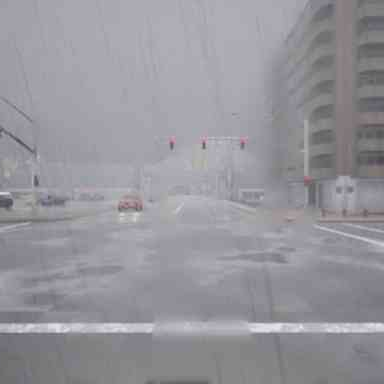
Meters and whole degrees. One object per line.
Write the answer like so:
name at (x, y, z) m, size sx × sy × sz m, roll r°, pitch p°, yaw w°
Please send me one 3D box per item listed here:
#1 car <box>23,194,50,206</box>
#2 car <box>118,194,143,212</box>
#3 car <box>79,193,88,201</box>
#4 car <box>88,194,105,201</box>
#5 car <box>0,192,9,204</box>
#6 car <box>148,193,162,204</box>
car at (-26.771, 1.377, 57.311) m, size 1.970 × 1.475 × 3.806 m, roll 0°, pitch 0°, yaw 0°
car at (-7.142, 1.208, 38.982) m, size 2.150 × 2.045 × 5.566 m, roll 0°, pitch 0°, yaw 0°
car at (-24.023, 1.132, 74.771) m, size 1.905 × 1.878 × 3.866 m, roll 0°, pitch 0°, yaw 0°
car at (-21.129, 1.129, 74.710) m, size 1.932 × 1.855 × 4.605 m, roll 0°, pitch 0°, yaw 0°
car at (-43.646, 1.132, 74.783) m, size 1.905 × 1.878 × 3.866 m, roll 0°, pitch 0°, yaw 0°
car at (-7.102, 1.202, 64.754) m, size 2.150 × 2.045 × 5.566 m, roll 0°, pitch 0°, yaw 0°
